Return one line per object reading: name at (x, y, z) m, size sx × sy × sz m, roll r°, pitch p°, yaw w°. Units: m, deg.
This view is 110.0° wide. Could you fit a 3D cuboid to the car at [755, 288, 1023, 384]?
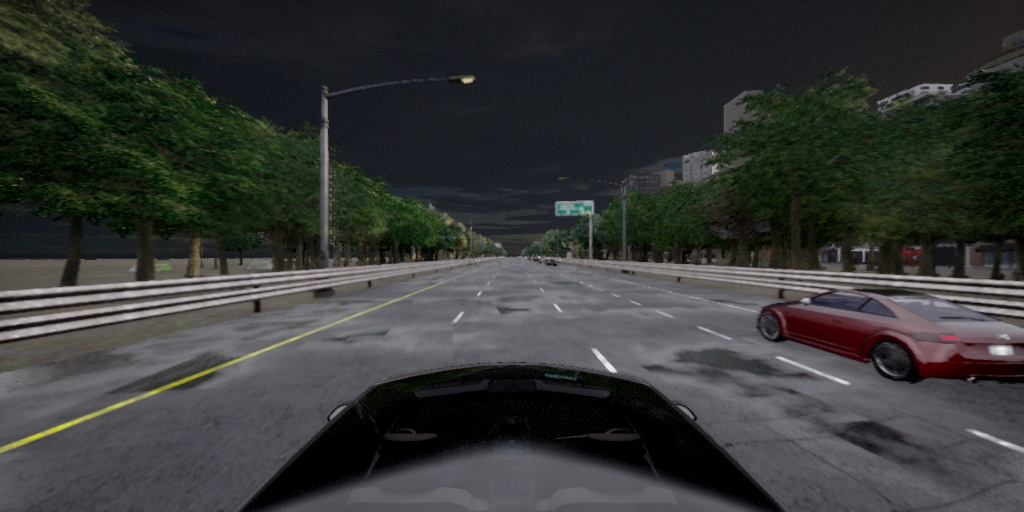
car at (7.004, 1.321, 7.137) m, size 1.994 × 1.385 × 4.181 m, roll 0°, pitch 0°, yaw 0°
